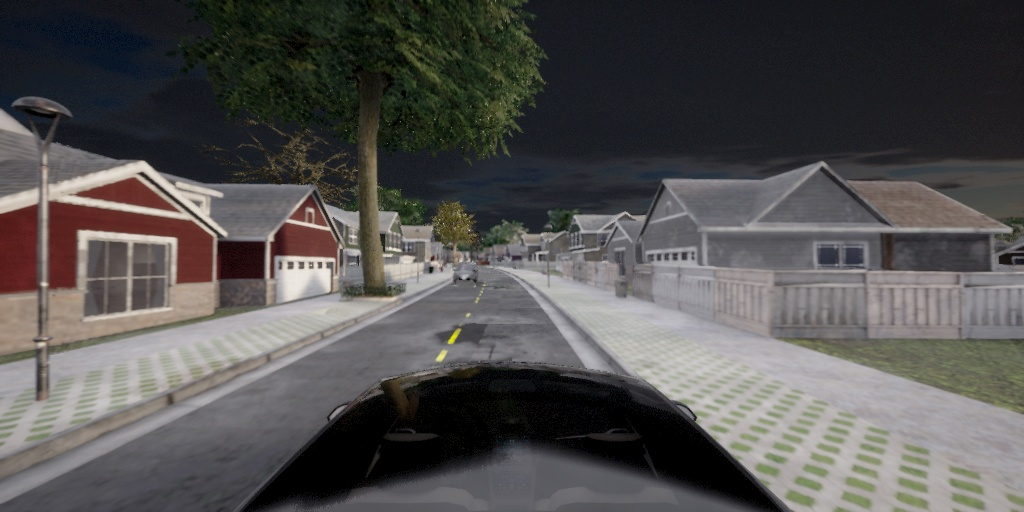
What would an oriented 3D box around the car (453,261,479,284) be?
[{"bbox_3d":[-3.690,1.400,29.058,2.128,1.511,4.902,0,0,-3],"label":"car"}]
